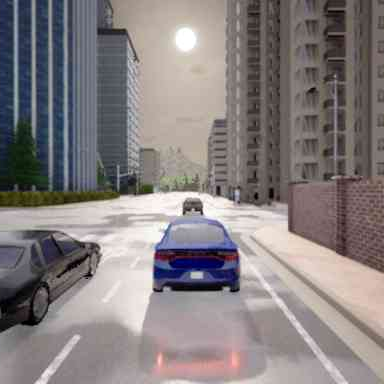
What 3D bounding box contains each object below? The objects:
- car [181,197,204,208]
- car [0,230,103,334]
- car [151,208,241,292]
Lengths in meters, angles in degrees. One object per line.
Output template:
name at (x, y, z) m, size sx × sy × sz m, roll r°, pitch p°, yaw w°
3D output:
car at (0.083, 1.228, 30.870) m, size 1.837 × 1.490 × 4.892 m, roll 0°, pitch 0°, yaw 0°
car at (-3.405, 1.497, 6.847) m, size 2.033 × 1.411 × 5.357 m, roll 0°, pitch 0°, yaw 0°
car at (0.091, 1.413, 8.771) m, size 1.882 × 1.535 × 5.008 m, roll 0°, pitch 0°, yaw 0°
